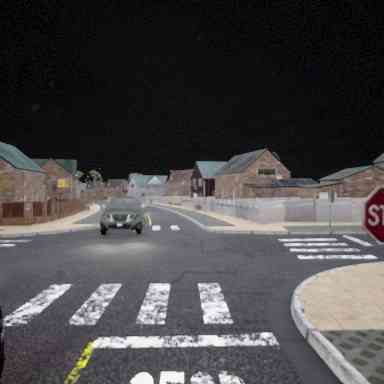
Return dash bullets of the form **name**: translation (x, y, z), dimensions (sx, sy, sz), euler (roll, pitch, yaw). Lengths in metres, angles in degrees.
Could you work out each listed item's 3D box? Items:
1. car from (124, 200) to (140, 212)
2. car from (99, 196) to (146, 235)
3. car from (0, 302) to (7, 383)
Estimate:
- **car**: translation (-7.943, 1.789, 43.792), dimensions (1.895, 1.301, 4.718), euler (0, 0, -12)
- **car**: translation (-3.899, 1.289, 19.363), dimensions (2.150, 2.045, 5.566), euler (0, 0, -6)
- **car**: translation (-2.790, 1.481, 1.311), dimensions (1.882, 1.535, 5.008), euler (0, 0, -1)
